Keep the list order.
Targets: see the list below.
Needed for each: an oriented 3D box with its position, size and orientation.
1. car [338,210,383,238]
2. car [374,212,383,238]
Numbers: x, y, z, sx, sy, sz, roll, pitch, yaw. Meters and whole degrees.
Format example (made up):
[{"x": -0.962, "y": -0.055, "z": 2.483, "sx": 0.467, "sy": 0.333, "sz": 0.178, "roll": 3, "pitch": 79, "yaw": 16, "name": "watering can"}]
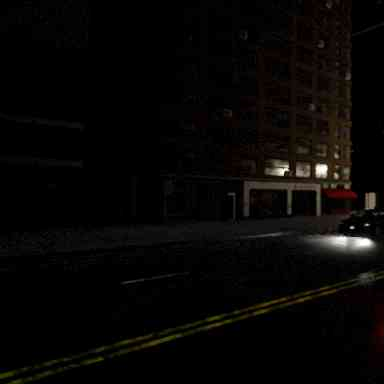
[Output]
[{"x": 10.162, "y": 1.735, "z": 18.906, "sx": 4.181, "sy": 1.385, "sz": 1.994, "roll": 1, "pitch": 0, "yaw": -35, "name": "car"}, {"x": 6.807, "y": 1.442, "z": 8.288, "sx": 4.553, "sy": 1.767, "sz": 2.097, "roll": 1, "pitch": 0, "yaw": -35, "name": "car"}]
